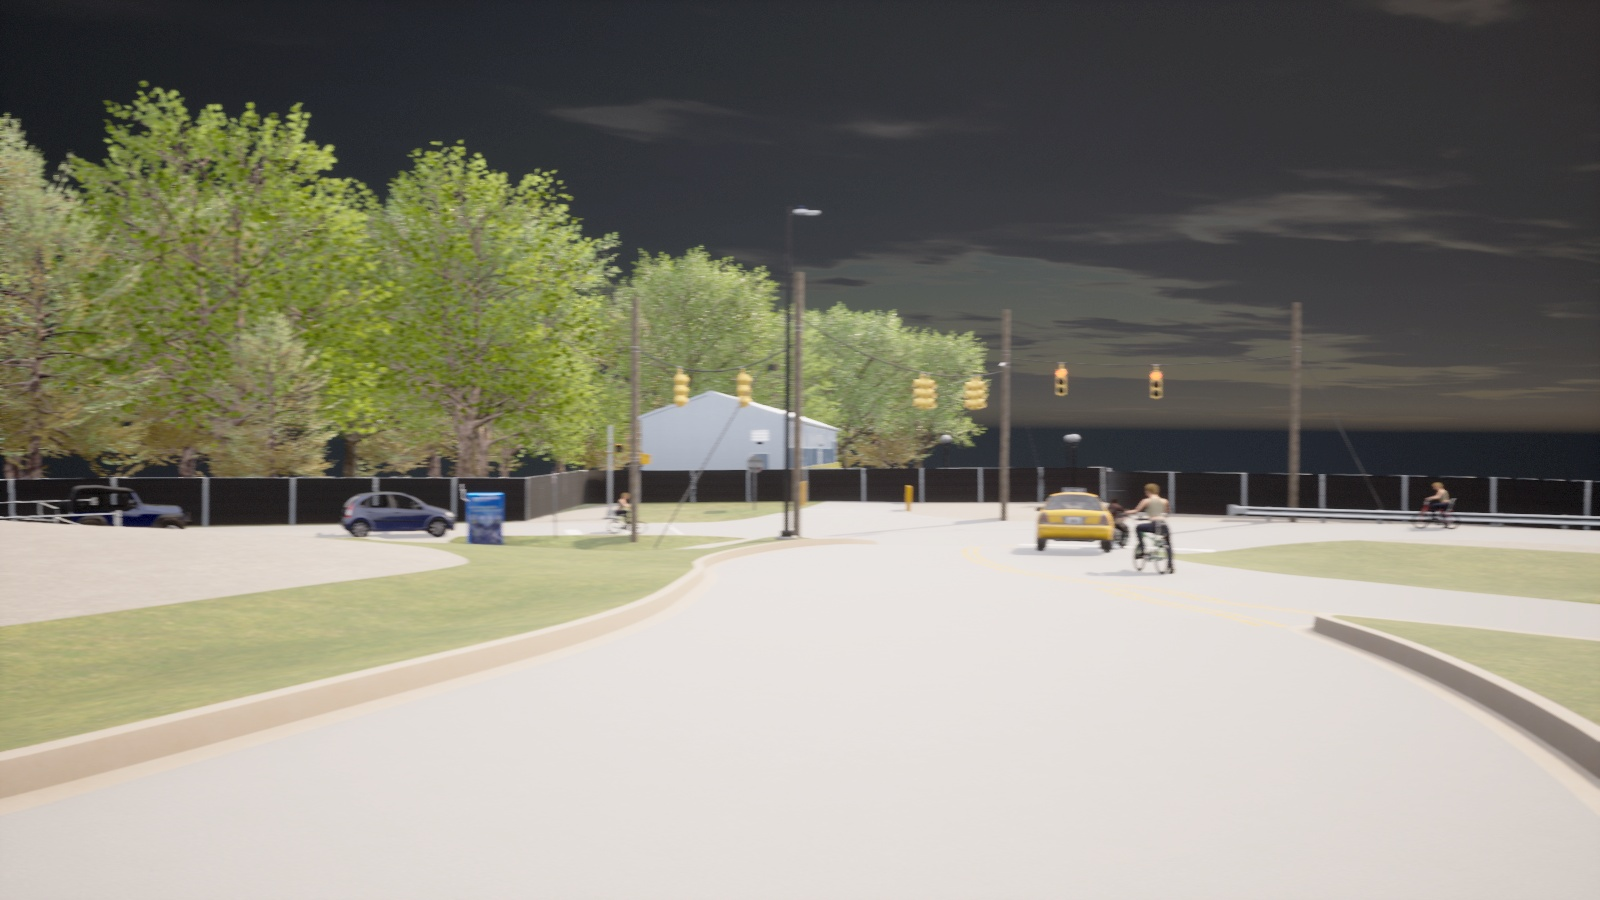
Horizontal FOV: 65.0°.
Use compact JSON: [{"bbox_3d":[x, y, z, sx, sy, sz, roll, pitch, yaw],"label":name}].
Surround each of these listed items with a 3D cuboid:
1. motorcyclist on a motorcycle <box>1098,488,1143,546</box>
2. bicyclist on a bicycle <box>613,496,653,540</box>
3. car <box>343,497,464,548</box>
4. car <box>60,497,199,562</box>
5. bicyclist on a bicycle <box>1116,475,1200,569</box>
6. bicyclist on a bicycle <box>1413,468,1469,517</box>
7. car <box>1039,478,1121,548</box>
[{"bbox_3d":[9.892,2.029,38.722,0.766,1.649,2.350,0,0,29],"label":"motorcyclist on a motorcycle"},{"bbox_3d":[-6.407,2.584,48.161,1.509,1.612,0.866,0,1,-7],"label":"bicyclist on a bicycle"},{"bbox_3d":[-14.437,2.604,45.771,3.988,1.617,1.851,-1,1,-25],"label":"car"},{"bbox_3d":[-22.209,2.588,41.618,3.866,1.878,1.905,-1,1,-34],"label":"car"},{"bbox_3d":[6.421,1.275,22.581,0.866,1.612,1.509,-1,-2,-8],"label":"bicyclist on a bicycle"},{"bbox_3d":[21.990,1.450,43.076,1.509,1.612,0.866,-2,0,37],"label":"bicyclist on a bicycle"},{"bbox_3d":[6.939,1.559,31.235,1.801,1.575,5.366,-1,-3,12],"label":"car"}]
